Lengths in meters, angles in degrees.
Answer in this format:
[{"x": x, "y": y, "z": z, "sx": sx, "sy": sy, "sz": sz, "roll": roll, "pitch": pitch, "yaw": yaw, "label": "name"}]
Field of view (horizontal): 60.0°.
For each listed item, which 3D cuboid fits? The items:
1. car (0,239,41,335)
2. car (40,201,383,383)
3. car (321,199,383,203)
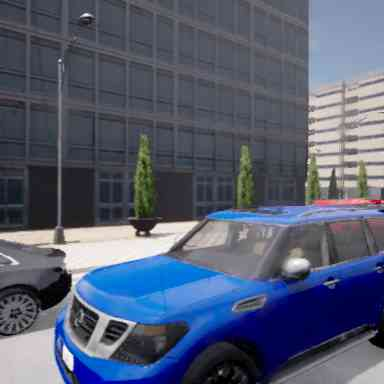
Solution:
[{"x": -4.411, "y": 1.489, "z": 5.126, "sx": 4.902, "sy": 1.511, "sz": 2.128, "roll": 1, "pitch": 0, "yaw": -35, "label": "car"}, {"x": 1.095, "y": 1.244, "z": 4.733, "sx": 5.566, "sy": 2.045, "sz": 2.150, "roll": 1, "pitch": -1, "yaw": -35, "label": "car"}, {"x": 5.421, "y": 1.285, "z": 12.124, "sx": 5.566, "sy": 2.045, "sz": 2.150, "roll": 0, "pitch": 0, "yaw": -35, "label": "car"}]
